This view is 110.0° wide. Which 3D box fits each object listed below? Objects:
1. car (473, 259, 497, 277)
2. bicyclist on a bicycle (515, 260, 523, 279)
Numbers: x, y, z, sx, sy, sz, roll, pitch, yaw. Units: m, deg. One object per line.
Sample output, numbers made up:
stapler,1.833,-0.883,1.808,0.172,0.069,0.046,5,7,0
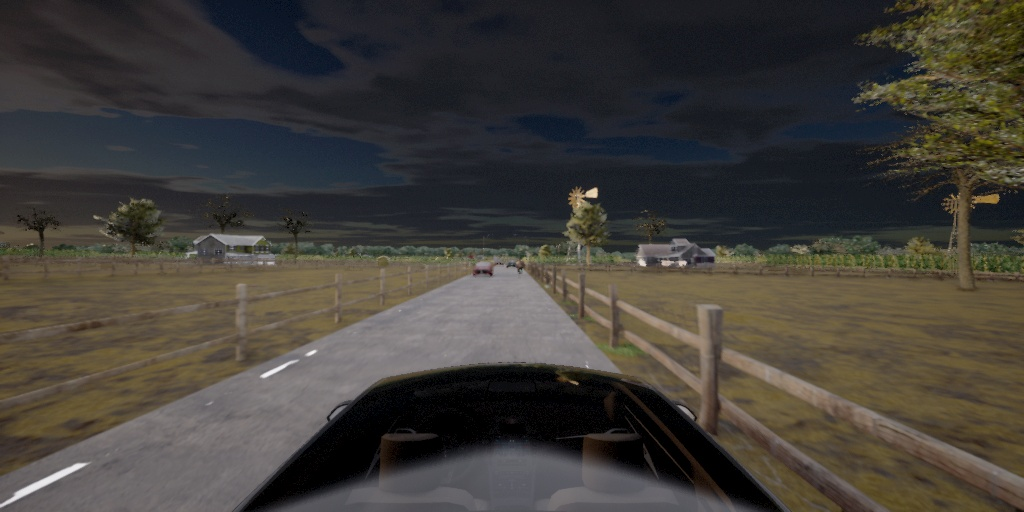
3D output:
car,-2.842,1.270,36.183,1.882,1.535,5.008,0,0,0
bicyclist on a bicycle,0.755,1.227,31.934,0.582,1.620,1.656,0,0,0
